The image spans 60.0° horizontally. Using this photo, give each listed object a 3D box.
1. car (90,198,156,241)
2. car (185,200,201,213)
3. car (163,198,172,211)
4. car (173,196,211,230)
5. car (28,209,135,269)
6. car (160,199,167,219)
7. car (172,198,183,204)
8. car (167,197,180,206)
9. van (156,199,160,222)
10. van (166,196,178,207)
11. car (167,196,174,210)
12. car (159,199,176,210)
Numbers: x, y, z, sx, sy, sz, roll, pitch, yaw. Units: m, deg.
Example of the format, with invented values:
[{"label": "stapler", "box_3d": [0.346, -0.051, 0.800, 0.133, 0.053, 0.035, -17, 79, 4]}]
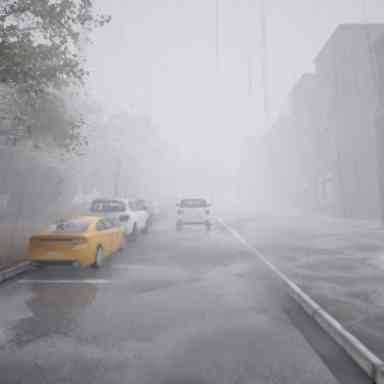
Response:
[{"label": "car", "box_3d": [-3.651, 1.336, 17.090, 2.435, 2.045, 5.566, 0, 0, 2]}, {"label": "car", "box_3d": [0.105, 1.773, 41.039, 1.837, 1.490, 4.892, 0, -1, 0]}, {"label": "car", "box_3d": [-3.650, 1.697, 33.764, 2.097, 1.535, 5.008, 0, 0, 2]}, {"label": "car", "box_3d": [0.103, 1.365, 22.439, 2.150, 2.045, 5.566, 0, 0, 0]}, {"label": "car", "box_3d": [-3.652, 1.552, 11.484, 2.097, 1.535, 5.008, 0, 0, 2]}, {"label": "car", "box_3d": [-3.643, 1.657, 28.385, 1.946, 1.575, 5.366, 0, 0, 2]}, {"label": "car", "box_3d": [-3.627, 2.355, 83.893, 2.163, 1.488, 4.792, 1, -2, 2]}, {"label": "car", "box_3d": [-3.648, 1.812, 67.162, 2.185, 1.767, 4.553, 0, 0, 2]}, {"label": "van", "box_3d": [-3.647, 1.397, 22.748, 1.878, 1.987, 4.442, 0, 0, 2]}, {"label": "van", "box_3d": [-3.643, 1.673, 61.740, 1.878, 1.987, 4.442, 0, 0, 2]}, {"label": "car", "box_3d": [-3.650, 1.651, 44.880, 2.185, 1.767, 4.553, 0, 0, 2]}, {"label": "car", "box_3d": [-3.648, 1.857, 50.478, 2.002, 1.452, 4.674, 0, 0, 2]}]
